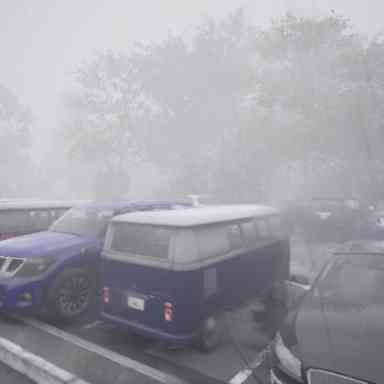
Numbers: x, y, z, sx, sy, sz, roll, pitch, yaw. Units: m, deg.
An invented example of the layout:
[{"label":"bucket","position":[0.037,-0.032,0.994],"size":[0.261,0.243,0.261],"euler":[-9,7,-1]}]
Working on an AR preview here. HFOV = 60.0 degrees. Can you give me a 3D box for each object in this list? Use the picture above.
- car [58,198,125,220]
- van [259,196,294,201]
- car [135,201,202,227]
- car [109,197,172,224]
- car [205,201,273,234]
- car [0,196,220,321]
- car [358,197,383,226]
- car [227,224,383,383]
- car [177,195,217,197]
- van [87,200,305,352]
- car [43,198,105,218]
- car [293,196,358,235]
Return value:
[{"label":"car","position":[-8.436,1.386,28.385],"size":[1.946,1.575,5.366],"euler":[0,0,35]},{"label":"van","position":[5.313,1.254,18.981],"size":[1.878,1.987,4.442],"euler":[0,0,35]},{"label":"car","position":[-1.558,1.464,23.688],"size":[2.163,1.488,4.792],"euler":[0,0,35]},{"label":"car","position":[-3.786,1.293,25.345],"size":[2.185,1.767,4.553],"euler":[0,0,35]},{"label":"car","position":[3.091,1.462,20.646],"size":[1.946,1.575,5.366],"euler":[0,0,35]},{"label":"car","position":[-1.889,1.235,7.875],"size":[2.435,2.045,5.566],"euler":[0,0,35]},{"label":"car","position":[9.755,1.254,15.645],"size":[2.435,2.045,5.566],"euler":[0,0,35]},{"label":"car","position":[2.701,1.511,4.655],"size":[2.231,1.521,4.892],"euler":[0,0,35]},{"label":"car","position":[0.738,1.198,22.126],"size":[2.435,2.045,5.566],"euler":[0,0,35]},{"label":"van","position":[0.478,1.275,6.371],"size":[1.878,1.987,4.442],"euler":[0,0,35]},{"label":"car","position":[-10.588,1.374,30.150],"size":[2.231,1.521,4.892],"euler":[0,0,35]},{"label":"car","position":[7.525,1.244,17.301],"size":[2.435,2.045,5.566],"euler":[0,0,35]}]
